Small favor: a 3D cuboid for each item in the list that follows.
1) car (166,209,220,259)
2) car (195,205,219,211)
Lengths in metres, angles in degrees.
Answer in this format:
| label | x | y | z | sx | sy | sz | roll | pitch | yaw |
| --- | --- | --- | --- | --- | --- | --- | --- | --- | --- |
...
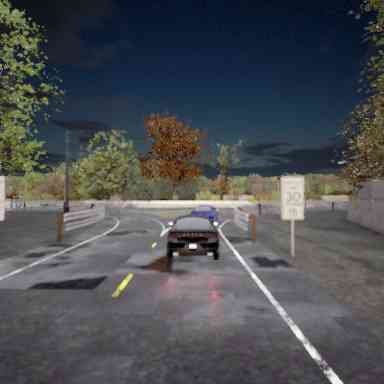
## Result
| label | x | y | z | sx | sy | sz | roll | pitch | yaw |
| --- | --- | --- | --- | --- | --- | --- | --- | --- | --- |
| car | 0.054 | 1.660 | 13.473 | 1.882 | 1.535 | 5.008 | 0 | -1 | 0 |
| car | 1.176 | 1.858 | 28.256 | 1.882 | 1.535 | 5.008 | 0 | 0 | 12 |
